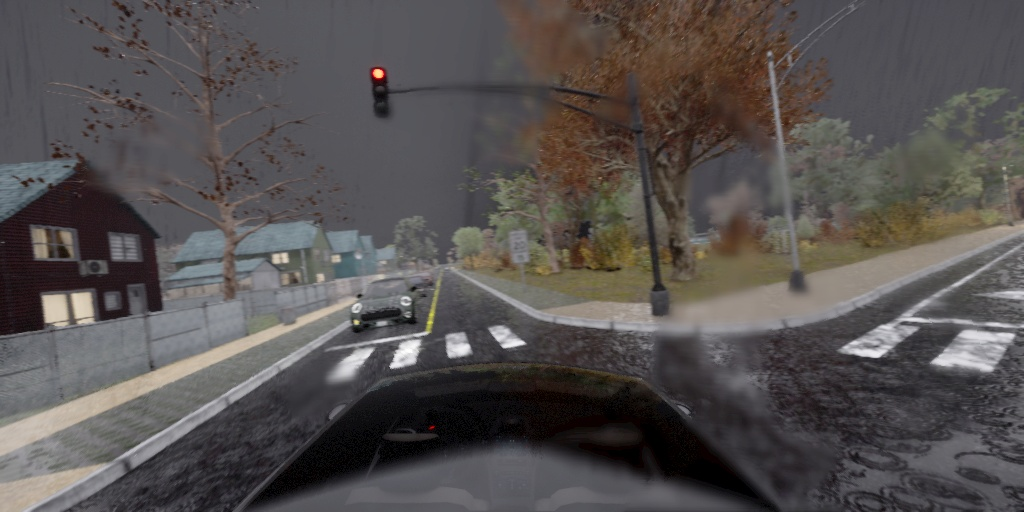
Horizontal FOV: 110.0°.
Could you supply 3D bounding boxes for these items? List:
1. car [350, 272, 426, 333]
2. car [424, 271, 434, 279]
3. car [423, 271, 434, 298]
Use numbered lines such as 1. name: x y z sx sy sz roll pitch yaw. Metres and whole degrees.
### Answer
1. car: -4.695 1.657 13.818 2.097 1.767 4.553 -7 0 -11
2. car: -9.066 2.342 36.819 1.882 1.535 5.008 -7 0 -11
3. car: -6.660 2.105 24.239 2.033 1.411 5.357 -7 0 -11
